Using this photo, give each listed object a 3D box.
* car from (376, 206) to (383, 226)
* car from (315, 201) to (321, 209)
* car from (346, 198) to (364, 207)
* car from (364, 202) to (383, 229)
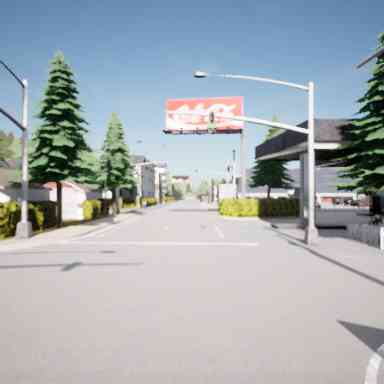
[{"bbox_3d":[18.669,2.038,28.385,4.611,1.667,2.242,0,-1,0],"label":"car"},{"bbox_3d":[22.447,2.347,61.784,1.970,1.475,3.806,0,-1,0],"label":"car"},{"bbox_3d":[34.844,2.385,69.587,2.007,1.523,4.514,0,-1,0],"label":"car"},{"bbox_3d":[14.347,1.798,22.714,3.866,1.878,1.905,0,-1,0],"label":"car"}]
